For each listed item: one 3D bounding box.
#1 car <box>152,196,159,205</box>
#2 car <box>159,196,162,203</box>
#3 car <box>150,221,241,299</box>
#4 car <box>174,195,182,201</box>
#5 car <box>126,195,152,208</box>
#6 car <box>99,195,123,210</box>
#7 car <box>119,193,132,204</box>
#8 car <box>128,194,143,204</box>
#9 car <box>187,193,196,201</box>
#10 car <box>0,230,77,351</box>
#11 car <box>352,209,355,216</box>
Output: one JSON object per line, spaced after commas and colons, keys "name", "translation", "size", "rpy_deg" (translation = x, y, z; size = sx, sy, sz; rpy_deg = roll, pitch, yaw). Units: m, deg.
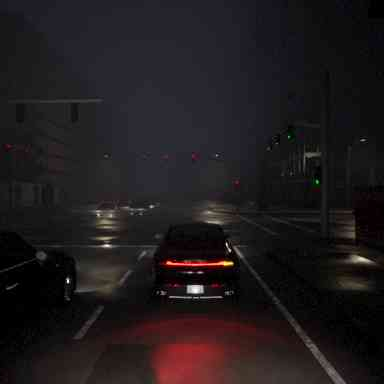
{"name": "car", "translation": [-7.406, 1.478, 57.450], "size": [1.882, 1.535, 5.008], "rpy_deg": [0, 0, 1]}
{"name": "car", "translation": [-7.220, 1.547, 67.893], "size": [2.033, 1.411, 5.357], "rpy_deg": [0, 0, 1]}
{"name": "car", "translation": [0.079, 1.505, 8.419], "size": [1.837, 1.490, 4.892], "rpy_deg": [0, 0, 0]}
{"name": "car", "translation": [-3.536, 1.553, 84.211], "size": [1.994, 1.385, 4.181], "rpy_deg": [0, 0, 1]}
{"name": "car", "translation": [-7.491, 1.547, 47.471], "size": [2.033, 1.411, 5.357], "rpy_deg": [0, 0, 0]}
{"name": "car", "translation": [-10.978, 1.478, 44.288], "size": [1.882, 1.535, 5.008], "rpy_deg": [0, 0, 0]}
{"name": "car", "translation": [-10.949, 1.221, 54.108], "size": [2.150, 2.045, 5.566], "rpy_deg": [0, 0, 1]}
{"name": "car", "translation": [-10.803, 1.352, 63.857], "size": [2.097, 1.767, 4.553], "rpy_deg": [0, 0, 1]}
{"name": "car", "translation": [-0.034, 1.225, 84.437], "size": [2.150, 2.045, 5.566], "rpy_deg": [0, 0, 1]}
{"name": "car", "translation": [-3.447, 1.352, 5.095], "size": [2.097, 1.767, 4.553], "rpy_deg": [0, 0, 0]}
{"name": "car", "translation": [15.966, 1.656, 27.649], "size": [4.718, 1.301, 1.895], "rpy_deg": [0, 0, 0]}
